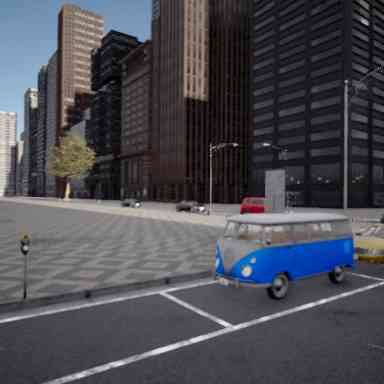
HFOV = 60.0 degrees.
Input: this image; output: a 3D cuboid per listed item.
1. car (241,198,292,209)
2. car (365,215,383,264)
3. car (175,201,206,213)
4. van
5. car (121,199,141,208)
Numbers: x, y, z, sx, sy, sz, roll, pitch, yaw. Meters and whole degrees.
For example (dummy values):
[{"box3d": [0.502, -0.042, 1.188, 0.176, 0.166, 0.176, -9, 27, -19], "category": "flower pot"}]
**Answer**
[{"box3d": [7.073, 1.591, 31.953, 2.150, 2.045, 5.566, 1, 0, -35], "category": "car"}, {"box3d": [6.884, 1.685, 11.556, 4.829, 1.417, 1.752, 1, -1, -35], "category": "car"}, {"box3d": [-0.219, 1.890, 42.083, 2.128, 1.511, 4.902, 1, 0, -36], "category": "car"}, {"box3d": [2.401, 1.429, 8.361, 3.998, 1.788, 1.690, 1, -1, -35], "category": "van"}, {"box3d": [-10.279, 1.945, 56.242, 2.128, 1.511, 4.902, 1, -1, -36], "category": "car"}]
